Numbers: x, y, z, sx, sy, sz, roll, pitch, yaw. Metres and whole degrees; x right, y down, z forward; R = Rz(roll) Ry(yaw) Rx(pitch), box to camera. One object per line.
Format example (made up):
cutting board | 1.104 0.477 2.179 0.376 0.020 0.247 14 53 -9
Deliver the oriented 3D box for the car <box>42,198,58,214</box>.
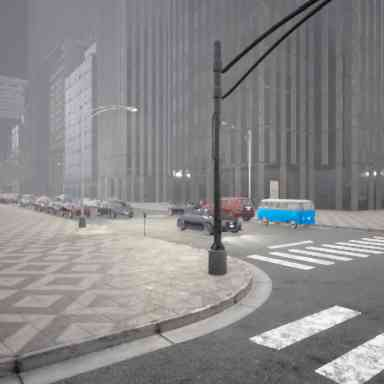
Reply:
car | -14.117 1.606 35.135 1.802 1.307 4.206 0 0 -36

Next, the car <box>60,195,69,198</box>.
car | -19.259 1.534 46.675 1.837 1.490 4.892 0 0 -36

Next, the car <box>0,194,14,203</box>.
car | -37.428 1.286 66.995 2.192 1.841 5.009 0 0 -36

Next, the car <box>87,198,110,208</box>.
car | -13.884 1.601 49.254 1.802 1.307 4.206 0 0 -36

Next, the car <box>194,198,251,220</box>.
car | 2.769 1.351 26.495 2.192 1.841 5.009 0 0 -36

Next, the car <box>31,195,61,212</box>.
car | -17.448 1.461 39.687 1.967 1.590 4.097 0 0 -36

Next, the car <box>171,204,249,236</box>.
car | 0.903 1.599 18.956 1.994 1.385 4.181 0 0 -36

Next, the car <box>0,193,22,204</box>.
car | -34.097 1.299 62.443 2.192 1.841 5.009 0 0 -36

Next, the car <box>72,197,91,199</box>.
car | -14.425 1.547 45.241 1.812 1.442 4.674 0 0 -36

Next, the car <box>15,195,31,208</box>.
car | -24.108 1.563 48.789 2.008 1.369 4.403 0 0 -36

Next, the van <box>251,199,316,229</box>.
van | 6.100 1.378 21.942 1.690 1.788 3.998 0 0 -36

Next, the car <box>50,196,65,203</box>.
car | -27.305 1.511 67.599 1.752 1.417 4.829 0 0 -36

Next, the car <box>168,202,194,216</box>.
car | -0.562 1.599 31.047 1.947 1.339 4.313 0 0 -36

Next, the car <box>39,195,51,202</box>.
car | -33.981 1.482 76.733 1.752 1.417 4.829 0 0 -35

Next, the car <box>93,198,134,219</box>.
car | -6.832 1.533 29.530 1.837 1.490 4.892 0 0 -36

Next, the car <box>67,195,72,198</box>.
car | -20.436 1.576 53.368 1.994 1.385 4.181 0 0 -36

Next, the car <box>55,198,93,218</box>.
car | -10.787 1.572 30.584 1.887 1.381 4.507 0 0 -36
